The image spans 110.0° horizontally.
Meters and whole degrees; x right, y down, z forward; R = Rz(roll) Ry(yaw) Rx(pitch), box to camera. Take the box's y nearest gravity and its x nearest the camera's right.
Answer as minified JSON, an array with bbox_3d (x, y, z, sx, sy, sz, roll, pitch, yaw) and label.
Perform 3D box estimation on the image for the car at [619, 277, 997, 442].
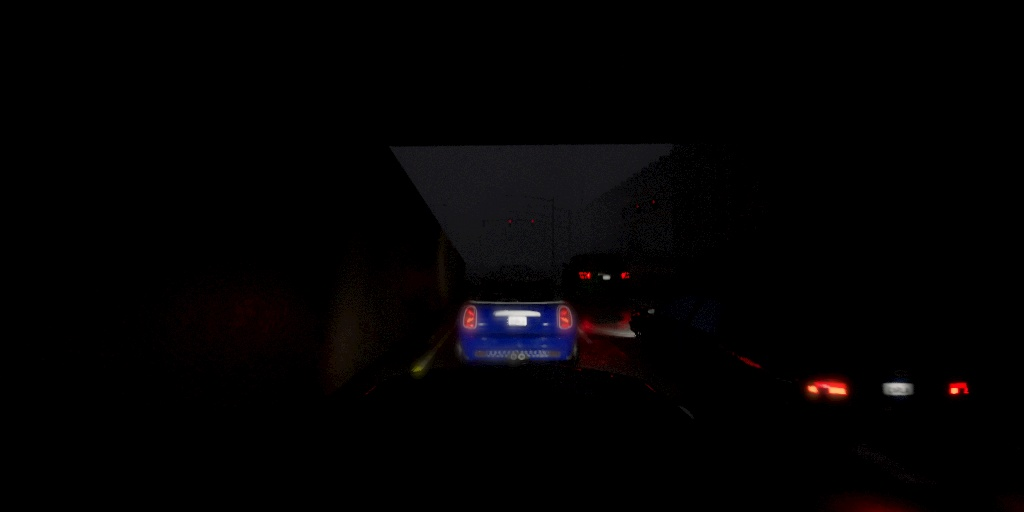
[{"bbox_3d":[3.610,1.280,5.855,2.033,1.411,5.357,0,0,0],"label":"car"}]

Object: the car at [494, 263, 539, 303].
[{"bbox_3d":[0.134,1.163,17.281,1.882,1.535,5.008,0,0,-1],"label":"car"}]

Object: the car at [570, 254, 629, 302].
[{"bbox_3d":[3.647,0.910,16.472,2.150,2.045,5.566,0,0,0],"label":"car"}]

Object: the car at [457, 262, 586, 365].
[{"bbox_3d":[0.108,1.076,7.997,2.097,1.767,4.553,0,0,0],"label":"car"}]
